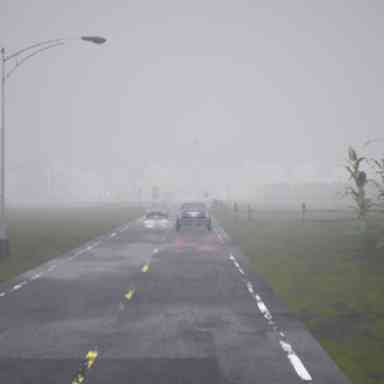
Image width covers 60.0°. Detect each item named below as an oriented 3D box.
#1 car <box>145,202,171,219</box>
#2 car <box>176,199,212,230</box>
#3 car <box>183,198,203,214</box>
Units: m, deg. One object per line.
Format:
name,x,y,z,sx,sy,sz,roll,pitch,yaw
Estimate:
car,-2.823,1.554,29.003,2.033,1.411,5.357,0,0,0
car,0.096,1.356,21.206,2.097,1.767,4.553,0,0,0
car,0.095,1.501,36.435,2.128,1.511,4.902,0,0,0
